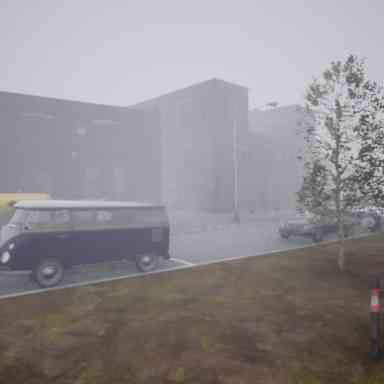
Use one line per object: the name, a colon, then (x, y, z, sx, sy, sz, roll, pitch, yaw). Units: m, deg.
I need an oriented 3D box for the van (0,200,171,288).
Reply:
van: (-2.793, 1.209, 8.878, 4.442, 1.987, 1.878, 1, -1, -37)

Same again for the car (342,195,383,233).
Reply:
car: (10.316, 1.180, 19.406, 5.566, 2.045, 2.435, 2, 0, -44)

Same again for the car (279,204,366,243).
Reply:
car: (6.073, 1.475, 15.809, 4.674, 1.452, 2.002, 1, 0, -40)
